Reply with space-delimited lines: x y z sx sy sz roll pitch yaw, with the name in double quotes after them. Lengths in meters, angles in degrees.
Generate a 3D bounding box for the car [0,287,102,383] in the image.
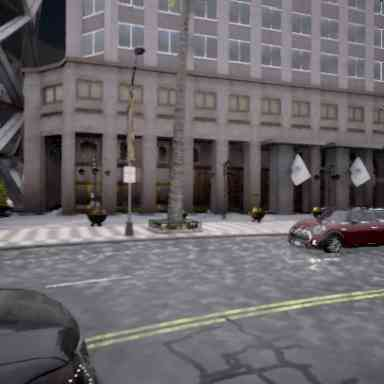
-3.179 1.200 1.368 5.566 2.045 2.150 1 0 -37 "car"

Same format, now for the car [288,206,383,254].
6.278 1.436 13.711 4.553 1.767 2.097 0 0 -18 "car"
